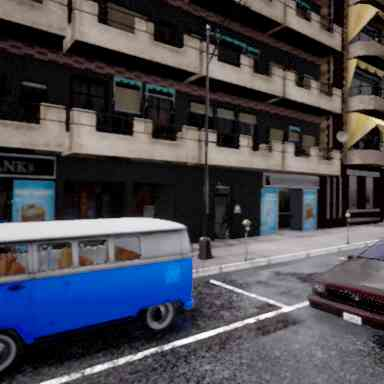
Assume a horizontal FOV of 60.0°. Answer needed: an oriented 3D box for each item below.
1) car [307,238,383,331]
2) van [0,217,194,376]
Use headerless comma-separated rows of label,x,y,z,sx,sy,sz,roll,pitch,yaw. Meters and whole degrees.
car,4.648,1.568,6.660,5.357,1.411,2.033,0,0,-35
van,-1.866,1.345,5.211,3.998,1.788,1.690,0,1,-35
